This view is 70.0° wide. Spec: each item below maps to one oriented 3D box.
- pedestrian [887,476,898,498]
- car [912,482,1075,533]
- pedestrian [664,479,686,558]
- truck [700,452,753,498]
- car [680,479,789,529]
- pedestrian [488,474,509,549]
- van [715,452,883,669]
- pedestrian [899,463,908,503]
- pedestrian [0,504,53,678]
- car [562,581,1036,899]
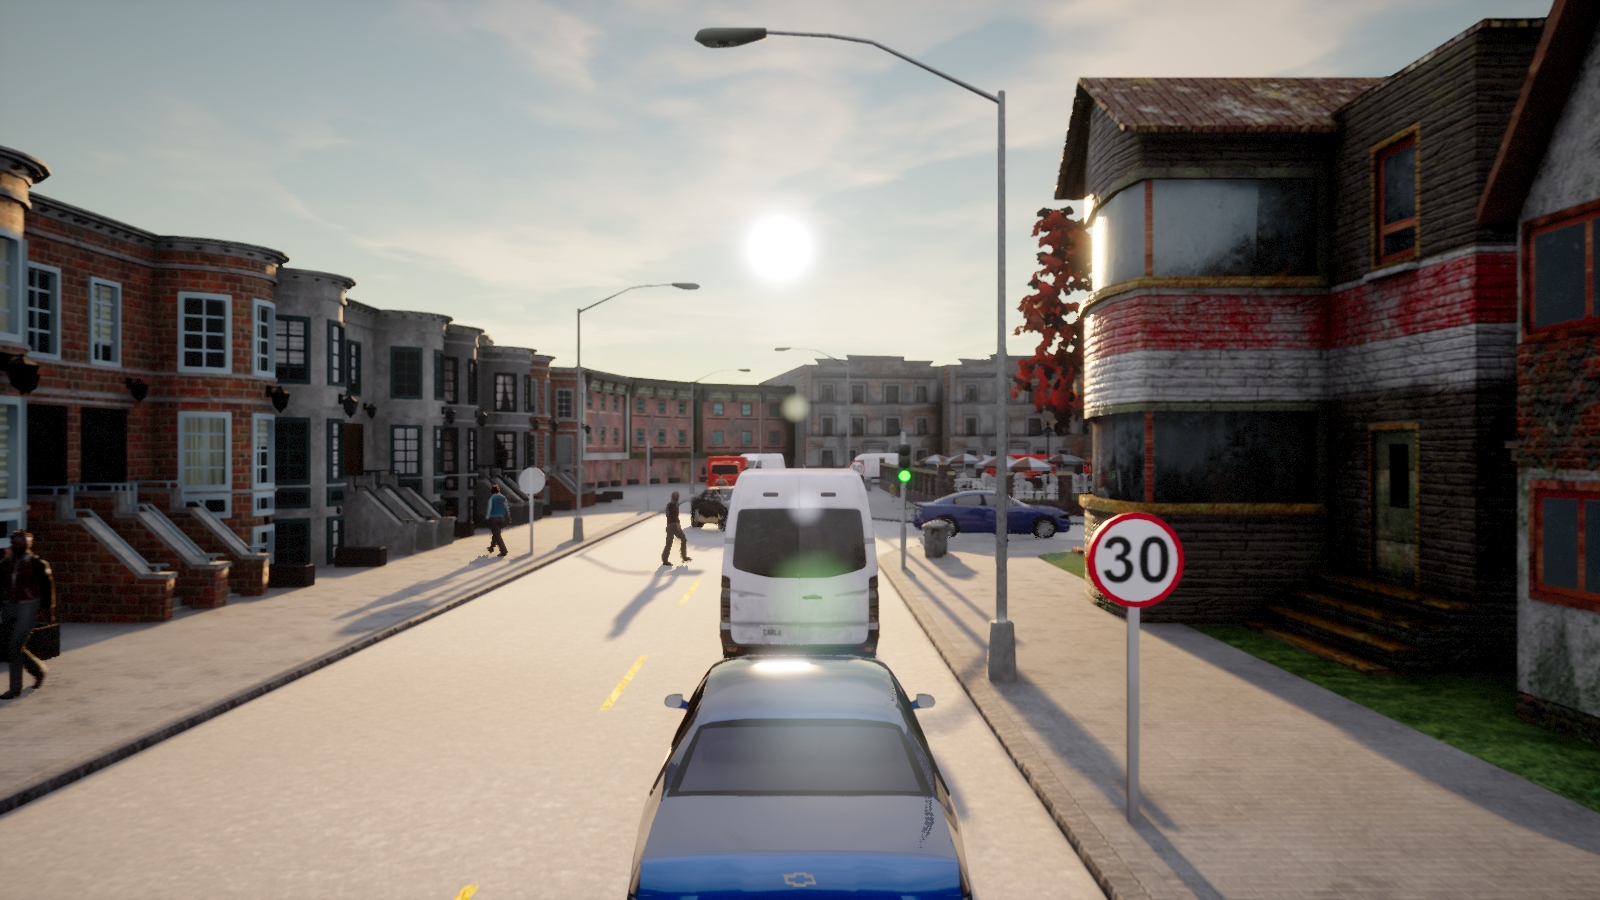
[{"bbox_3d":[4.742,1.897,58.510,0.500,1.100,0.500,0,0,1],"label":"pedestrian"},{"bbox_3d":[6.112,1.814,36.671,5.006,1.535,2.097,0,0,5],"label":"car"},{"bbox_3d":[-2.982,1.629,27.291,0.375,1.860,0.375,0,0,24],"label":"pedestrian"},{"bbox_3d":[-4.053,1.348,63.569,2.627,2.467,5.204,0,0,0],"label":"truck"},{"bbox_3d":[-2.365,1.827,40.029,2.128,1.511,4.902,0,0,-25],"label":"car"},{"bbox_3d":[-7.544,1.525,28.597,0.375,1.860,0.375,0,0,43],"label":"pedestrian"},{"bbox_3d":[-0.010,1.314,16.470,1.988,2.561,5.915,0,0,0],"label":"van"},{"bbox_3d":[4.737,1.506,52.413,0.375,1.860,0.375,0,0,0],"label":"pedestrian"},{"bbox_3d":[-8.467,1.524,12.483,0.375,1.860,0.375,0,0,0],"label":"pedestrian"},{"bbox_3d":[-0.006,1.886,7.585,2.033,1.411,5.357,0,0,0],"label":"car"}]
